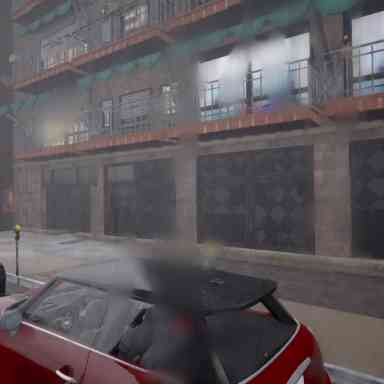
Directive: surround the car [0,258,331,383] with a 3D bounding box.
[{"bbox_3d":[-0.831,1.441,3.482,4.097,1.590,1.967,0,-1,36],"label":"car"}]
